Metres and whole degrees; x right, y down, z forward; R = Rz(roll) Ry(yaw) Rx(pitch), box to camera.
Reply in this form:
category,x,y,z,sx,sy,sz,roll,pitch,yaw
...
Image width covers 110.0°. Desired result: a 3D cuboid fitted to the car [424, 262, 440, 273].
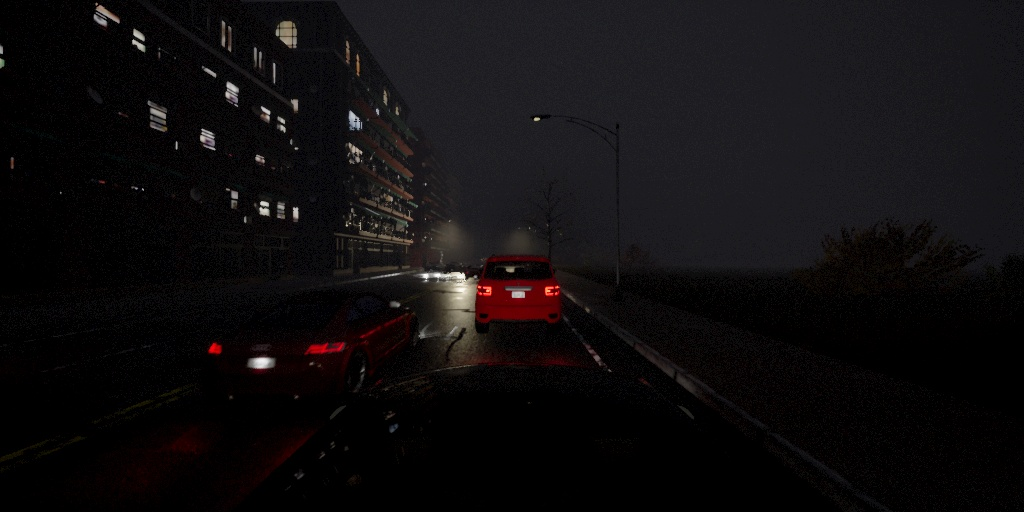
category,x,y,z,sx,sy,sz,roll,pitch,yaw
car,-9.505,1.354,44.410,1.895,1.301,4.718,0,0,0

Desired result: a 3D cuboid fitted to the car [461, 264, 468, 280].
category,x,y,z,sx,sy,sz,roll,pitch,yaw
car,-2.912,1.355,31.119,1.895,1.301,4.718,0,0,0

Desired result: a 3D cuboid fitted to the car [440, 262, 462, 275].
category,x,y,z,sx,sy,sz,roll,pitch,yaw
car,-6.295,1.318,39.658,1.994,1.385,4.181,0,0,0

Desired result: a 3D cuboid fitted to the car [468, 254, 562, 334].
category,x,y,z,sx,sy,sz,roll,pitch,yaw
car,0.169,0.973,10.813,2.150,2.045,5.566,0,0,1

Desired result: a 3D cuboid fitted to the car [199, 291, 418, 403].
category,x,y,z,sx,sy,sz,roll,pitch,yaw
car,-3.115,1.314,6.488,1.994,1.385,4.181,0,0,0
